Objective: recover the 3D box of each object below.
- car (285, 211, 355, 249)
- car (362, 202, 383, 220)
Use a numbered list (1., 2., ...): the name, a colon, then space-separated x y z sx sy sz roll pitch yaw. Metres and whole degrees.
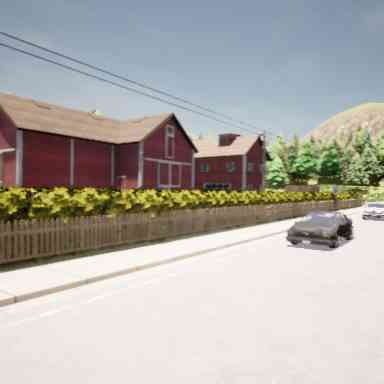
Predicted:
1. car: 6.007 1.570 15.091 2.033 1.411 5.357 1 0 36
2. car: 16.219 1.633 29.073 1.812 1.442 4.674 1 0 36
